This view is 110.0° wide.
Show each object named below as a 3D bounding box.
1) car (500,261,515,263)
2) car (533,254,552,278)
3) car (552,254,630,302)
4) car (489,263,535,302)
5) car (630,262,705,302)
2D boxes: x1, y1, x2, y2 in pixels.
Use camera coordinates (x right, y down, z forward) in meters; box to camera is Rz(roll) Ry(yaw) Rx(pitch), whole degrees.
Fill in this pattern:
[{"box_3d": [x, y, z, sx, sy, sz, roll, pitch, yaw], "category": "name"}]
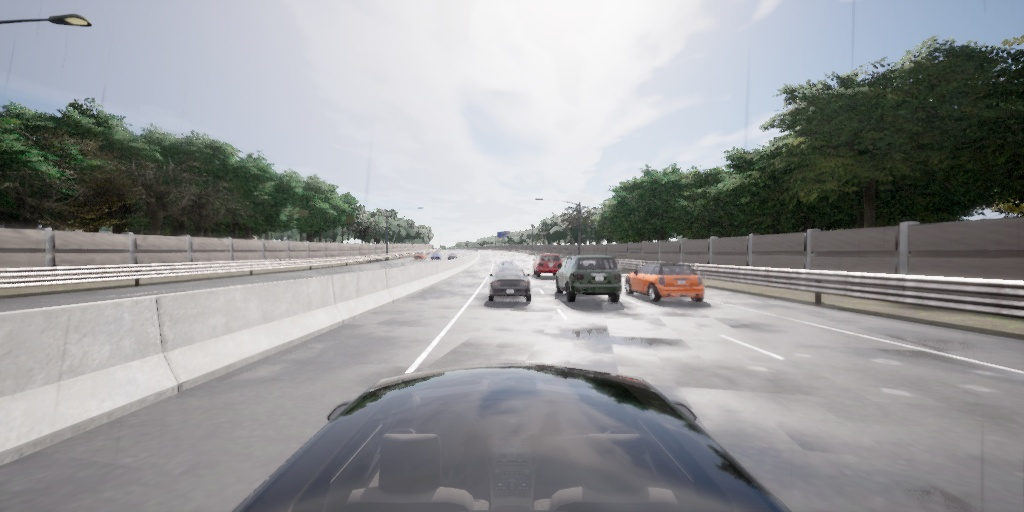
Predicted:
[{"box_3d": [-0.384, 1.135, 31.747, 2.033, 1.411, 5.357, 0, 1, -1], "category": "car"}, {"box_3d": [3.114, 0.830, 31.863, 2.150, 2.045, 5.566, 0, 1, -1], "category": "car"}, {"box_3d": [3.403, 0.966, 16.760, 2.150, 2.045, 5.566, 0, 0, -1], "category": "car"}, {"box_3d": [-0.097, 1.241, 16.686, 1.812, 1.442, 4.674, 0, 0, -1], "category": "car"}, {"box_3d": [6.903, 1.075, 16.744, 2.097, 1.767, 4.553, 0, 0, -1], "category": "car"}]
